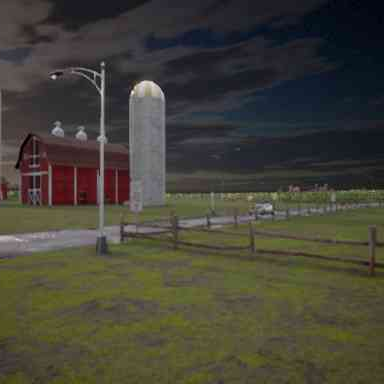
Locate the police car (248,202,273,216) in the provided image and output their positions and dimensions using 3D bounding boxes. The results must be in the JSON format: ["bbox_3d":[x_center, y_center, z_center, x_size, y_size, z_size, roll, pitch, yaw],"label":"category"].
[{"bbox_3d":[8.647,2.111,41.470,2.038,1.542,4.974,0,-1,35],"label":"police car"}]
